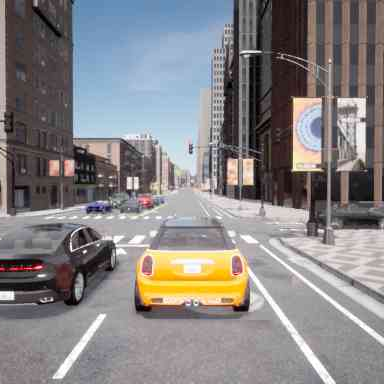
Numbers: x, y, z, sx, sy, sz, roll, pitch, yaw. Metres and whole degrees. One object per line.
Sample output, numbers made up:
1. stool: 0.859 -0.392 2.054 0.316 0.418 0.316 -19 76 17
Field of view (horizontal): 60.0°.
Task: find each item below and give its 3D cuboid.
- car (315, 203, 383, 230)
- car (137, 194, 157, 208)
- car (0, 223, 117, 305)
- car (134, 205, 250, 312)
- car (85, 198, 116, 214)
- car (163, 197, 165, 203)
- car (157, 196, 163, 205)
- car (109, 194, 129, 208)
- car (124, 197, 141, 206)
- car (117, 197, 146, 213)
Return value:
1. car: 9.796 1.501 20.393 4.674 1.442 1.812 0 1 0
2. car: -6.602 1.244 45.996 2.150 2.045 5.566 0 0 1
3. car: -3.154 1.504 8.031 1.837 1.490 4.892 0 0 0
4. car: 0.010 1.351 7.887 2.097 1.767 4.553 0 0 0
5. car: -9.851 1.616 35.559 1.895 1.301 4.718 0 0 0
6. car: -6.535 1.507 66.042 1.882 1.535 5.008 0 0 1
7. car: -6.587 1.591 55.969 1.994 1.385 4.181 0 0 0
8. car: -9.846 1.243 45.319 2.150 2.045 5.566 0 0 1
9. car: -9.821 1.591 55.277 1.994 1.385 4.181 0 0 2
10. car: -6.603 1.580 36.719 1.994 1.385 4.181 0 0 0
